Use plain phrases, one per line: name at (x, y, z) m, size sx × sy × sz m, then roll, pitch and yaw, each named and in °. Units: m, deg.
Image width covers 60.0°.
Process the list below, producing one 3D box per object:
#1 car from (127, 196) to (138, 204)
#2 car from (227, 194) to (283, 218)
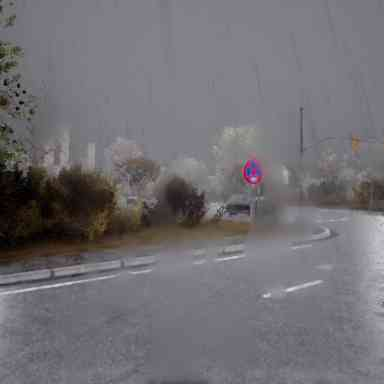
car at (-8.597, 1.319, 51.461) m, size 1.812 × 1.442 × 4.674 m, roll 0°, pitch 1°, yaw -32°
car at (5.349, 1.194, 29.227) m, size 2.150 × 2.045 × 5.566 m, roll 0°, pitch 0°, yaw -32°
